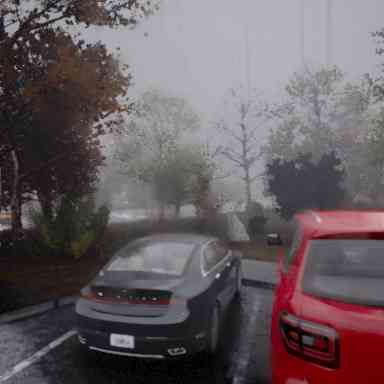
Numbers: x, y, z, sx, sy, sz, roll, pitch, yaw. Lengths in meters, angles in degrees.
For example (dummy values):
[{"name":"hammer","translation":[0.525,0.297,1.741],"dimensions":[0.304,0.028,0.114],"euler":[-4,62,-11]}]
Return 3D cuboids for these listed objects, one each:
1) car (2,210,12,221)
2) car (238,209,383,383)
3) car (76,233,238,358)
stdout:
[{"name":"car","translation":[-25.703,3.099,44.641],"dimensions":[1.882,1.535,5.008],"euler":[0,-1,-42]},{"name":"car","translation":[2.233,1.247,4.566],"dimensions":[2.435,2.045,5.566],"euler":[0,-1,15]},{"name":"car","translation":[-0.200,1.521,6.249],"dimensions":[2.231,1.521,4.892],"euler":[0,-1,15]}]
